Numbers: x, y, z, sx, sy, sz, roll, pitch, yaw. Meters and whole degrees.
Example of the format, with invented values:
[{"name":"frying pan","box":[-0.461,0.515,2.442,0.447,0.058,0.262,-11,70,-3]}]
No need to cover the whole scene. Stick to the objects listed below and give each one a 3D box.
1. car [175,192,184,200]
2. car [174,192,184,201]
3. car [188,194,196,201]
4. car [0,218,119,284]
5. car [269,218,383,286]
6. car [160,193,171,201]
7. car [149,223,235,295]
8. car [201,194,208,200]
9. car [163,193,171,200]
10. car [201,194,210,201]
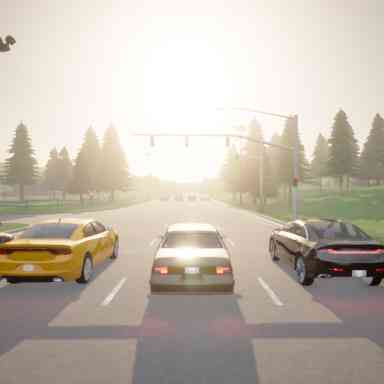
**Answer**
[{"name":"car","box":[-3.496,1.057,94.009,2.150,2.045,5.566,0,0,0]},{"name":"car","box":[-3.497,1.469,83.559,1.882,1.535,5.008,0,0,0]},{"name":"car","box":[0.003,1.346,83.912,2.097,1.767,4.553,0,0,0]},{"name":"car","box":[-3.487,1.478,9.627,1.882,1.535,5.008,0,0,1]},{"name":"car","box":[3.512,1.492,9.393,2.128,1.511,4.902,0,0,0]},{"name":"car","box":[-6.997,1.492,83.559,1.837,1.490,4.892,0,0,0]},{"name":"car","box":[0.005,1.547,8.873,2.033,1.411,5.357,0,0,0]},{"name":"car","box":[3.504,1.356,93.978,1.812,1.442,4.674,0,0,0]},{"name":"car","box":[-6.996,1.187,93.949,2.097,1.767,4.553,0,0,0]},{"name":"car","box":[3.503,1.516,83.975,1.812,1.442,4.674,0,0,0]}]
